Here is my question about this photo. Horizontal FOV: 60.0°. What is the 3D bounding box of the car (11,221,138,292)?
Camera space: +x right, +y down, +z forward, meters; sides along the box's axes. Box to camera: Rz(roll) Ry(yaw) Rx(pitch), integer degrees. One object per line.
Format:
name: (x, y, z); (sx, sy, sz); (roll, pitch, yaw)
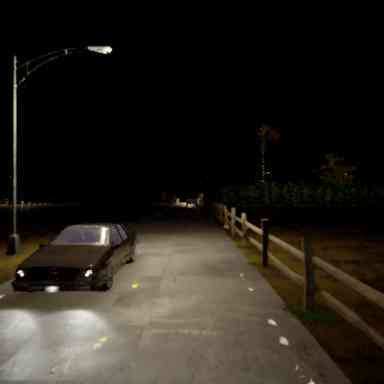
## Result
car: (-2.769, 1.560, 9.288); (2.033, 1.411, 5.357); (0, 0, 1)

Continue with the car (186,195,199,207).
car: (0.028, 1.623, 61.236); (2.150, 2.045, 5.566); (0, -1, 0)
